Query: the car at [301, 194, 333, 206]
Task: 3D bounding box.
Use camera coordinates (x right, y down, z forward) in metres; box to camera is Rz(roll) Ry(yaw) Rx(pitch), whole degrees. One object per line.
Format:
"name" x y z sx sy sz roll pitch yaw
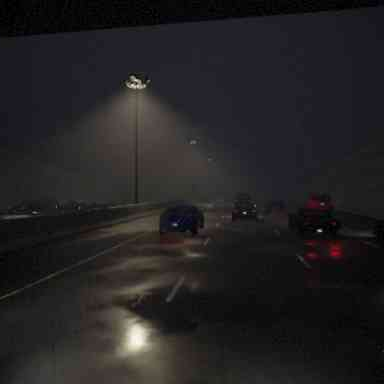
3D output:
"car" 12.128 1.191 32.557 2.150 2.045 5.566 0 0 8

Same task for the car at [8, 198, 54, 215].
"car" -16.234 1.484 33.341 1.812 1.442 4.674 0 0 8

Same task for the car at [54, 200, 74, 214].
"car" -12.464 1.558 35.040 1.895 1.301 4.718 0 0 8

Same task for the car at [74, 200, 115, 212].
"car" -9.286 1.562 32.556 1.895 1.301 4.718 0 0 8

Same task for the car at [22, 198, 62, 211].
"car" -18.594 1.496 41.520 2.033 1.411 5.357 0 0 8

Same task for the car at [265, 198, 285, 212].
"car" 9.284 1.453 37.370 2.128 1.511 4.902 0 0 8

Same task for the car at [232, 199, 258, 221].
"car" 4.220 1.536 26.738 1.994 1.385 4.181 0 0 8

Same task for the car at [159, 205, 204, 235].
"car" -0.467 1.457 18.664 1.882 1.535 5.008 0 0 8

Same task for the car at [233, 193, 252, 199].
"car" 6.432 1.178 42.140 2.150 2.045 5.566 0 0 7

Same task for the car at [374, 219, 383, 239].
"car" 9.511 1.513 14.272 1.812 1.442 4.674 0 0 8

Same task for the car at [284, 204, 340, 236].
"car" 6.572 1.583 18.440 1.895 1.301 4.718 0 0 8
